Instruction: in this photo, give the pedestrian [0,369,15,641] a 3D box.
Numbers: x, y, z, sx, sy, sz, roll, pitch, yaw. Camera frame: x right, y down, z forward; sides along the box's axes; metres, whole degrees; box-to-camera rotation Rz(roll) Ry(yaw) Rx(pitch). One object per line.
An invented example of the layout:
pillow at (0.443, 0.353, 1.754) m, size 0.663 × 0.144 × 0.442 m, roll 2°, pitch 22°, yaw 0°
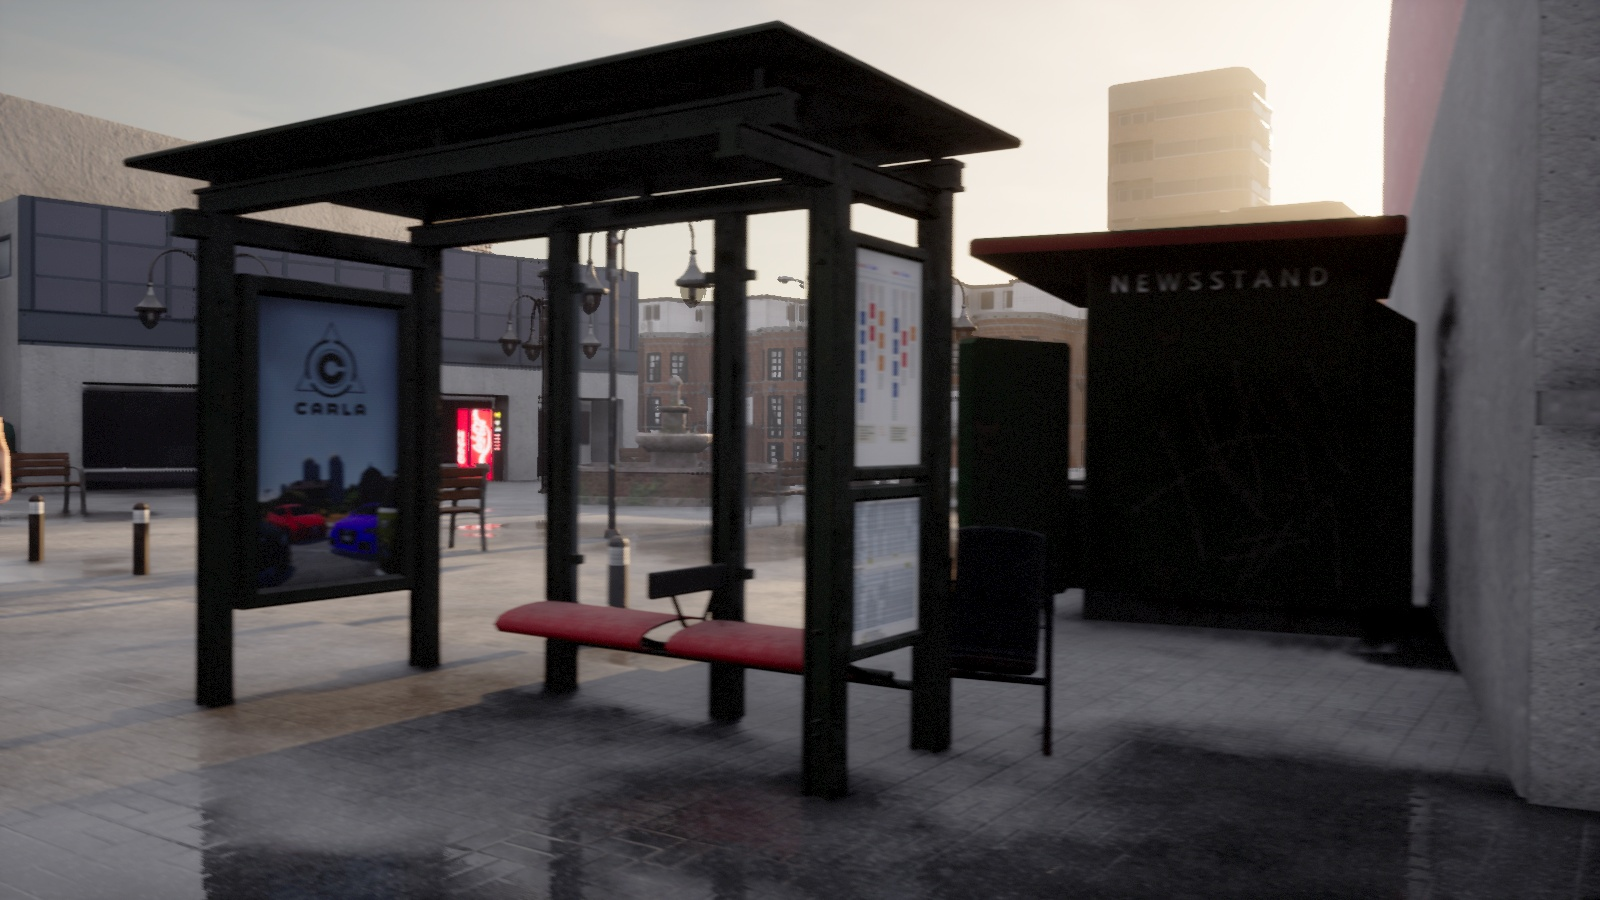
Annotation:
pedestrian at (-5.689, 0.372, 8.624) m, size 0.594 × 1.836 × 0.345 m, roll 0°, pitch 1°, yaw 44°
